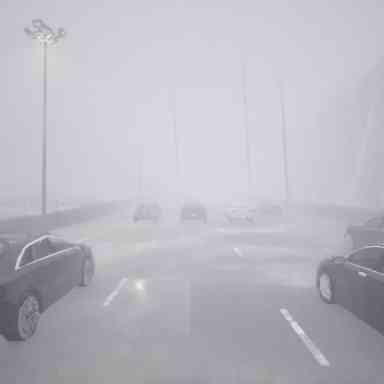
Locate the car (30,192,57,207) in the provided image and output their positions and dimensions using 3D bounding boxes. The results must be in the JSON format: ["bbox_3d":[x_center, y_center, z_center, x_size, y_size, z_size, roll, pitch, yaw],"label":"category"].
[{"bbox_3d":[-21.007,1.068,47.360,2.150,2.045,5.566,0,0,1],"label":"car"}]

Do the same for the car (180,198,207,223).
[{"bbox_3d":[0.118,1.494,25.949,1.882,1.535,5.008,0,0,0],"label":"car"}]

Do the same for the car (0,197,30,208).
[{"bbox_3d":[-24.523,1.391,45.449,1.812,1.442,4.674,0,0,0],"label":"car"}]

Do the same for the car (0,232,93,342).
[{"bbox_3d":[-3.395,1.518,6.484,2.128,1.511,4.902,0,0,0],"label":"car"}]

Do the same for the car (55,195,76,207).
[{"bbox_3d":[-17.497,1.379,48.467,2.033,1.411,5.357,0,1,1],"label":"car"}]

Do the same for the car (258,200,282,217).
[{"bbox_3d":[7.108,1.515,31.098,1.812,1.442,4.674,0,0,0],"label":"car"}]

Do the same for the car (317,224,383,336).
[{"bbox_3d":[3.604,1.526,5.270,1.837,1.490,4.892,0,-1,0],"label":"car"}]

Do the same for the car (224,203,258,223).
[{"bbox_3d":[3.604,1.542,25.829,1.812,1.442,4.674,0,0,0],"label":"car"}]

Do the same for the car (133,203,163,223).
[{"bbox_3d":[-3.382,1.563,26.039,2.033,1.411,5.357,0,0,0],"label":"car"}]

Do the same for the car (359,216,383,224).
[{"bbox_3d":[7.108,1.515,11.455,1.882,1.535,5.008,0,0,0],"label":"car"}]

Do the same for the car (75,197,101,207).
[{"bbox_3d":[-14.021,1.427,45.800,1.994,1.385,4.181,0,1,0],"label":"car"}]

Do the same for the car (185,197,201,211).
[{"bbox_3d":[0.127,1.438,40.987,1.812,1.442,4.674,0,1,0],"label":"car"}]
